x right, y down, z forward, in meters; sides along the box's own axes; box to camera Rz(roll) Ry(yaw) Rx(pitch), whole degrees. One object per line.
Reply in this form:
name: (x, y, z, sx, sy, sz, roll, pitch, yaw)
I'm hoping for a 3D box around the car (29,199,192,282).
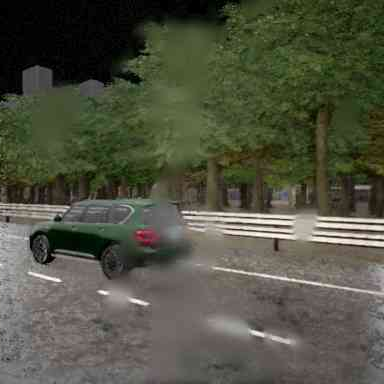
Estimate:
car: (-2.601, 1.223, 10.025, 5.566, 2.045, 2.150, 0, 0, 36)
